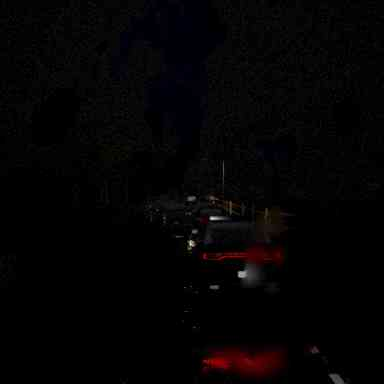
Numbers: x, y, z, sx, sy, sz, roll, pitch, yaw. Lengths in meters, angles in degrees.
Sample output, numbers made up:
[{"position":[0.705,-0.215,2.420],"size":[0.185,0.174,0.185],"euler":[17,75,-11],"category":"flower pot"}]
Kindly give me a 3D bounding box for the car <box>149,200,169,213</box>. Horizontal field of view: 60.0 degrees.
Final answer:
[{"position":[-3.689,1.610,37.550],"size":[1.895,1.301,4.718],"euler":[0,0,0],"category":"car"}]

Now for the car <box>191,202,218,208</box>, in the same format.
[{"position":[1.004,1.534,19.079],"size":[1.812,1.442,4.674],"euler":[0,0,0],"category":"car"}]

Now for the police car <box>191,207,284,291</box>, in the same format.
[{"position":[1.028,1.431,9.182],"size":[1.930,1.638,5.238],"euler":[0,0,0],"category":"police car"}]

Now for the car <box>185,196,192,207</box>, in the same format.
[{"position":[-0.059,1.495,50.942],"size":[2.128,1.511,4.902],"euler":[0,0,0],"category":"car"}]

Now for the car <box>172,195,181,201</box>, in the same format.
[{"position":[-3.686,1.418,78.252],"size":[1.994,1.385,4.181],"euler":[0,0,0],"category":"car"}]

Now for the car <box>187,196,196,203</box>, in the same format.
[{"position":[-0.165,1.585,69.576],"size":[1.895,1.301,4.718],"euler":[0,0,0],"category":"car"}]

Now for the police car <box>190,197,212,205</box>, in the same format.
[{"position":[0.990,1.433,25.194],"size":[1.930,1.638,5.238],"euler":[0,0,0],"category":"police car"}]
